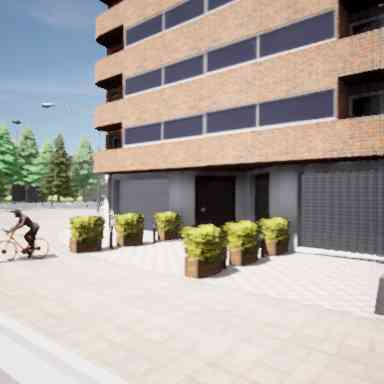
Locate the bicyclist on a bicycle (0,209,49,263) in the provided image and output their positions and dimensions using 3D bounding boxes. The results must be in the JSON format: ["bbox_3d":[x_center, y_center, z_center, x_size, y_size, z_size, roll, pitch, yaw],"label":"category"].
[{"bbox_3d":[-5.318,1.359,10.432,1.656,1.620,0.582,1,-1,-41],"label":"bicyclist on a bicycle"}]
